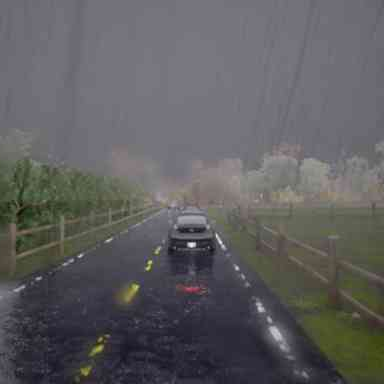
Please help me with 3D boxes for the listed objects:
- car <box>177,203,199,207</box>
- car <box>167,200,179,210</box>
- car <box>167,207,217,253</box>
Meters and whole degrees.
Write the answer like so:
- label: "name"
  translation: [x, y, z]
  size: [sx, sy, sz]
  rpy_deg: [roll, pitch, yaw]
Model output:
- label: "car"
  translation: [-0.012, 1.841, 29.313]
  size: [1.994, 1.385, 4.181]
  rpy_deg: [0, -1, 0]
- label: "car"
  translation: [-2.788, 1.979, 51.431]
  size: [2.128, 1.511, 4.902]
  rpy_deg: [0, -1, 0]
- label: "car"
  translation: [-0.003, 1.643, 14.299]
  size: [1.837, 1.490, 4.892]
  rpy_deg: [0, 0, 0]
